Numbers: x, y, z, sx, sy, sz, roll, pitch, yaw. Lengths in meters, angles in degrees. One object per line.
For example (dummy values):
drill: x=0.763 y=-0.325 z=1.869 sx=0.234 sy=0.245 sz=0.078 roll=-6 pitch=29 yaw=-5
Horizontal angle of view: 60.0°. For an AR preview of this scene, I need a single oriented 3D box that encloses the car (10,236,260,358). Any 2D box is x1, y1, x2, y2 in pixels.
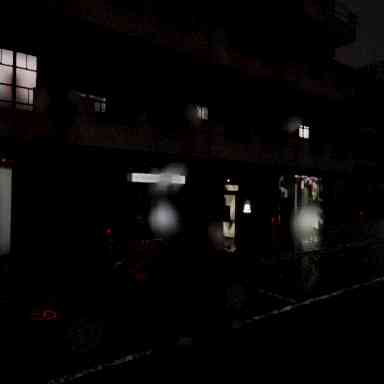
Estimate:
car: x=-0.740 y=1.546 z=6.022 sx=4.507 sy=1.381 sz=1.887 roll=0 pitch=1 yaw=-36
